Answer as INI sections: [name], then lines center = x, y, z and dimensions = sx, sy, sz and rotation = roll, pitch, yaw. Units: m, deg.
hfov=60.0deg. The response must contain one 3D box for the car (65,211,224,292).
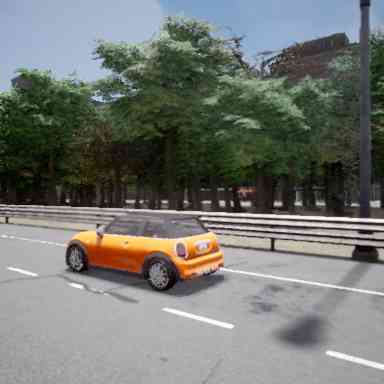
[car]
center = -1.467, 1.358, 9.216
dimensions = 4.553, 1.767, 2.097
rotation = 0, 0, 36
